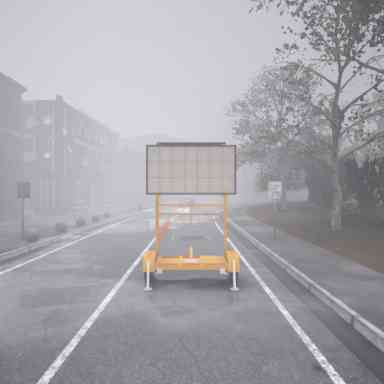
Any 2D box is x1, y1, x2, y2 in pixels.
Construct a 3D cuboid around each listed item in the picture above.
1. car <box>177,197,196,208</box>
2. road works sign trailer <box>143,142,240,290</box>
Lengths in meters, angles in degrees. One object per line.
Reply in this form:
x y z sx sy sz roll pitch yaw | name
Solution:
-0.763 1.481 49.206 2.128 1.511 4.902 0 0 14 | car
-0.021 0.467 9.028 2.380 3.560 2.880 0 0 0 | road works sign trailer
